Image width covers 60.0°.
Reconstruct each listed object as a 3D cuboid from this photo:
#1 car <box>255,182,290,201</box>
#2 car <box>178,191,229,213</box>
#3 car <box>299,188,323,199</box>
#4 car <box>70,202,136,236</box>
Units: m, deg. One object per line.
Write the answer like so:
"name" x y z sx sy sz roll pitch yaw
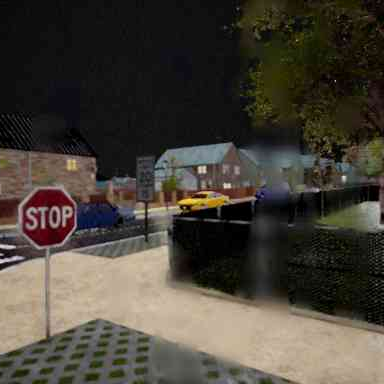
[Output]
"car" 8.720 0.027 35.637 2.150 2.045 5.566 -1 1 36
"car" 0.951 0.750 24.904 1.882 1.535 5.008 -1 1 36
"car" 13.507 0.185 37.240 1.994 1.385 4.181 -1 1 36
"car" -5.156 1.197 16.420 2.033 1.411 5.357 -1 2 35
